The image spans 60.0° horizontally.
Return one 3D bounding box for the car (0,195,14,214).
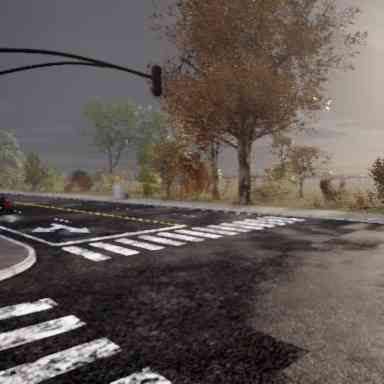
[{"bbox_3d":[-14.128,0.819,23.392,4.181,1.385,1.994,2,3,44],"label":"car"}]
